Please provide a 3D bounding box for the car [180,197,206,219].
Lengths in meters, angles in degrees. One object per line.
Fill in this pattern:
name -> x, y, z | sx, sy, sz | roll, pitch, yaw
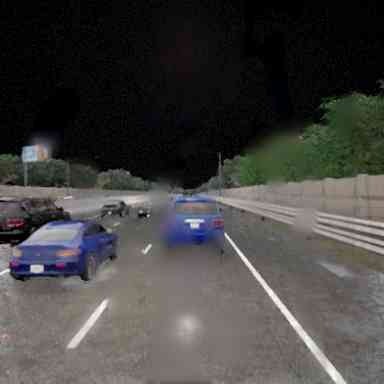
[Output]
car -> 0.095, 1.353, 29.961 | 2.097, 1.767, 4.553 | 0, 0, 0

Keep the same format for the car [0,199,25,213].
car -> -21.086, 1.574, 37.929 | 1.994, 1.385, 4.181 | 0, 0, 0

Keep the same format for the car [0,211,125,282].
car -> -3.417, 1.520, 9.659 | 1.812, 1.442, 4.674 | 0, 0, 0

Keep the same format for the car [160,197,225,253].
car -> 0.096, 1.215, 13.849 | 2.150, 2.045, 5.566 | 0, 0, 0

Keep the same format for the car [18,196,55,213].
car -> -17.588, 1.362, 37.955 | 2.097, 1.767, 4.553 | 0, 0, 0

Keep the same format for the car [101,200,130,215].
car -> -6.904, 1.506, 30.346 | 1.837, 1.490, 4.892 | 0, 0, 0

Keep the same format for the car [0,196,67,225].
car -> -6.905, 1.216, 13.985 | 2.150, 2.045, 5.566 | 0, 0, 0

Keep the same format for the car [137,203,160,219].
car -> -3.405, 1.600, 28.548 | 1.895, 1.301, 4.718 | 0, 0, 0
